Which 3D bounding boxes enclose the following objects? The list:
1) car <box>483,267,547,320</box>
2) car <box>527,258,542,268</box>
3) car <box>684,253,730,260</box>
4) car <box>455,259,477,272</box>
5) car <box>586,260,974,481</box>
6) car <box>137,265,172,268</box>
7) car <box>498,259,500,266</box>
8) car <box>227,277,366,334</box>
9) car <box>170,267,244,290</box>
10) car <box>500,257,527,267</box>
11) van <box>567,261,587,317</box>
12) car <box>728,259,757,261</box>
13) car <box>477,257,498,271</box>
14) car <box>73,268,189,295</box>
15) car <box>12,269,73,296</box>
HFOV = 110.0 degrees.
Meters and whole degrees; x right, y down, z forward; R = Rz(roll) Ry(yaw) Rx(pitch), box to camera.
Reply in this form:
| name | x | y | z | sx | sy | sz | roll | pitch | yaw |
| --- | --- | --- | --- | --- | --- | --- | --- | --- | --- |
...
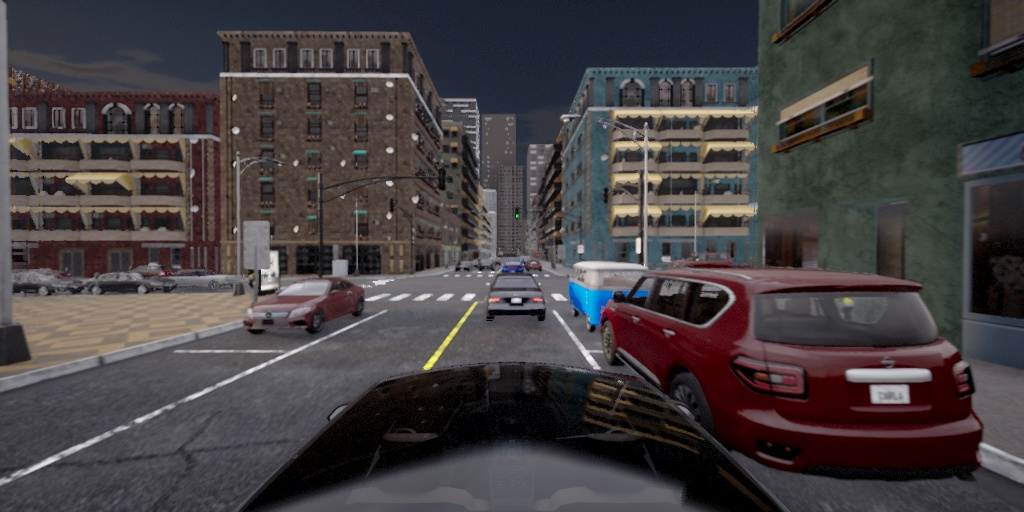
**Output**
| name | x | y | z | sx | sy | sz | roll | pitch | yaw |
| --- | --- | --- | --- | --- | --- | --- | --- | --- | --- |
| car | 0.062 | 1.261 | 12.354 | 2.033 | 1.411 | 5.357 | 0 | 0 | -1 |
| car | 2.689 | 1.198 | 42.857 | 1.802 | 1.307 | 4.207 | 0 | 0 | 0 |
| car | 15.772 | 0.688 | 30.016 | 5.009 | 1.841 | 2.192 | 0 | 0 | 0 |
| car | -5.693 | 1.182 | 42.869 | 1.948 | 1.339 | 4.313 | 0 | 0 | 0 |
| car | 2.689 | 1.054 | 4.936 | 2.192 | 1.841 | 5.009 | 0 | 0 | 0 |
| car | -30.261 | 1.478 | 29.817 | 4.097 | 1.591 | 1.967 | 0 | 0 | 0 |
| car | -3.005 | 1.155 | 65.204 | 1.895 | 1.301 | 4.718 | 0 | 0 | 0 |
| car | -5.692 | 1.301 | 10.464 | 1.802 | 1.307 | 4.207 | 0 | 0 | 0 |
| car | -20.714 | 1.566 | 23.958 | 4.718 | 1.301 | 1.895 | -1 | 1 | 0 |
| car | 0.100 | 1.124 | 32.830 | 1.882 | 1.535 | 5.008 | 0 | 0 | 0 |
| van | 2.689 | 1.061 | 10.463 | 1.690 | 1.789 | 3.998 | 0 | 0 | 0 |
| car | 15.793 | 1.031 | 21.636 | 4.313 | 1.339 | 1.948 | 0 | 0 | 0 |
| car | -3.086 | 1.116 | 44.432 | 1.837 | 1.490 | 4.892 | 0 | 0 | 0 |
| car | -22.394 | 1.570 | 21.234 | 4.403 | 1.370 | 2.007 | 0 | 0 | 0 |
| car | -27.963 | 1.651 | 21.194 | 4.403 | 1.370 | 2.007 | 0 | 0 | 0 |
